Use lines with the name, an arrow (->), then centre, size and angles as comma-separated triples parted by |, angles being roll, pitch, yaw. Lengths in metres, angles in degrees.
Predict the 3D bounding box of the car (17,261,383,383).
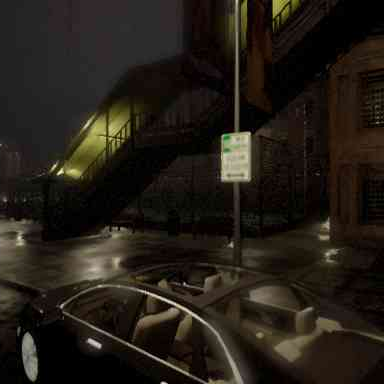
car -> -0.173, 1.477, 3.385 | 2.231, 1.521, 4.892 | 0, 0, -45
